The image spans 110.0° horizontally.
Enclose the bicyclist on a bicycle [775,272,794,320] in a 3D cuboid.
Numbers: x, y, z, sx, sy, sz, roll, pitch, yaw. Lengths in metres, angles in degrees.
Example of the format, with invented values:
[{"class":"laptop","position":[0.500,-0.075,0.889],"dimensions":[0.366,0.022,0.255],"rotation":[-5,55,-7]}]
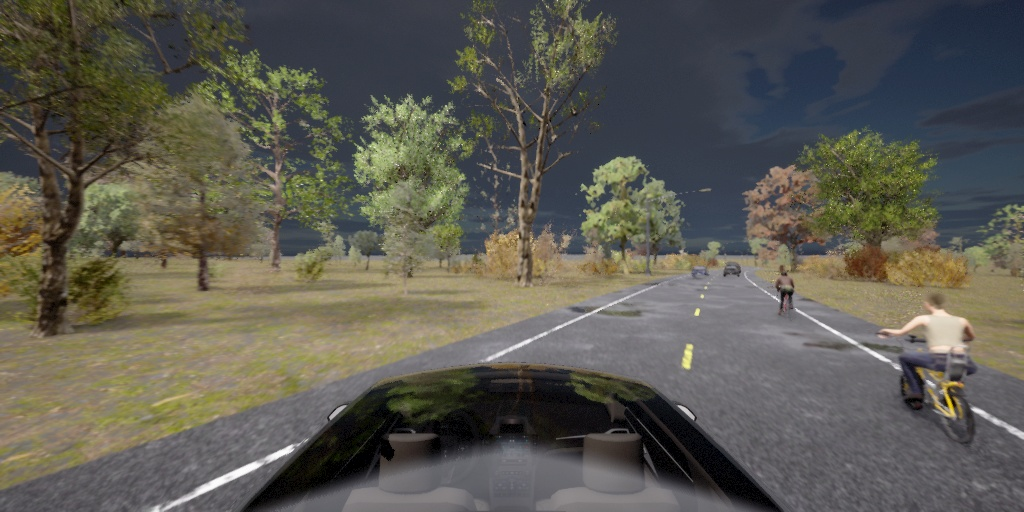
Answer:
[{"class":"bicyclist on a bicycle","position":[9.459,1.368,12.421],"dimensions":[0.582,1.620,1.656],"rotation":[0,-1,29]}]

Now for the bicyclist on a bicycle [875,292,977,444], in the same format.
[{"class":"bicyclist on a bicycle","position":[5.091,1.234,4.354],"dimensions":[0.866,1.612,1.509],"rotation":[0,-1,28]}]

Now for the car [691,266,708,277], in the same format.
[{"class":"car","position":[26.163,2.093,49.927],"dimensions":[2.033,1.411,5.357],"rotation":[0,-1,32]}]

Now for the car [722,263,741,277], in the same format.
[{"class":"car","position":[29.815,2.057,48.785],"dimensions":[1.837,1.490,4.892],"rotation":[0,-1,32]}]
